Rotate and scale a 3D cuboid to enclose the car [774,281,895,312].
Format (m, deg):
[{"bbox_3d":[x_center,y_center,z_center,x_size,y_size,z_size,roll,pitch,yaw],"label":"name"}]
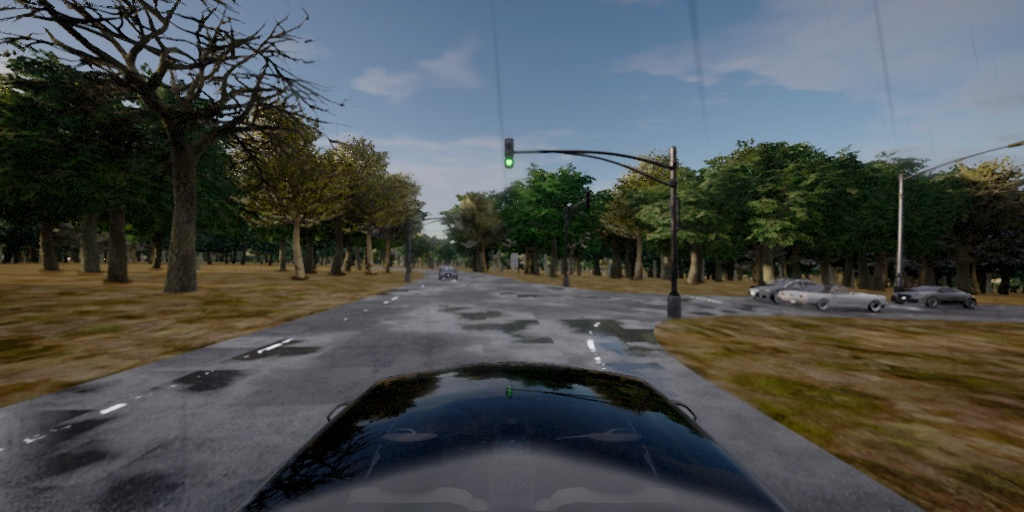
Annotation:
[{"bbox_3d":[17.542,2.274,19.646,4.718,1.301,1.895,2,-1,-3],"label":"car"}]

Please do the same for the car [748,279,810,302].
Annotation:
[{"bbox_3d":[17.970,2.235,23.284,4.902,1.511,2.128,2,-1,-5],"label":"car"}]

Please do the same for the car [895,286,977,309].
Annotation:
[{"bbox_3d":[27.881,2.659,23.780,4.181,1.385,1.994,2,-1,-3],"label":"car"}]

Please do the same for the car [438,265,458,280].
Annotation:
[{"bbox_3d":[-6.928,1.896,39.175,1.994,1.385,4.181,0,-1,-9],"label":"car"}]
